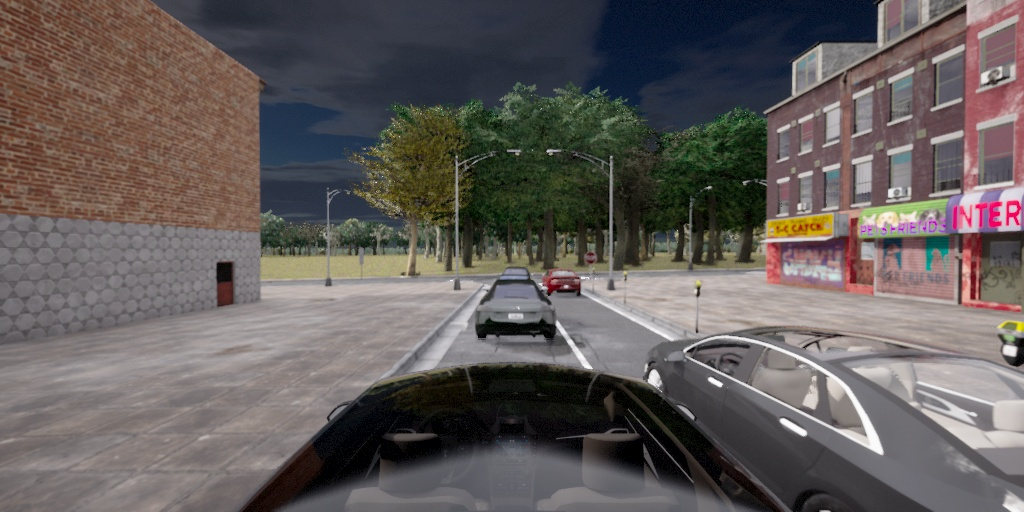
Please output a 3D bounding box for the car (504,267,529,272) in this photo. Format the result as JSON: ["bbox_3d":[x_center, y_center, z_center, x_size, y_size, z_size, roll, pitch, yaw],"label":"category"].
[{"bbox_3d":[0.284,1.344,21.469,2.033,1.411,5.357,1,0,4],"label":"car"}]

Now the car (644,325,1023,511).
[{"bbox_3d":[2.635,1.304,3.199,2.007,1.370,4.403,0,0,0],"label":"car"}]

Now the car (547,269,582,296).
[{"bbox_3d":[2.609,1.344,19.419,1.888,1.381,4.507,0,0,0],"label":"car"}]

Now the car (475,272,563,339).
[{"bbox_3d":[0.086,1.337,10.146,1.994,1.385,4.181,0,0,0],"label":"car"}]
